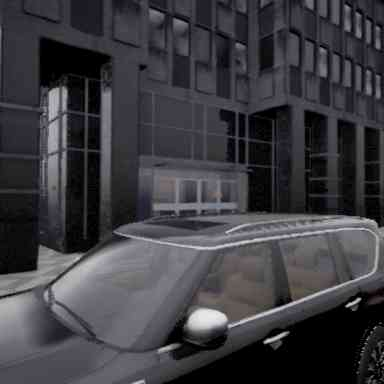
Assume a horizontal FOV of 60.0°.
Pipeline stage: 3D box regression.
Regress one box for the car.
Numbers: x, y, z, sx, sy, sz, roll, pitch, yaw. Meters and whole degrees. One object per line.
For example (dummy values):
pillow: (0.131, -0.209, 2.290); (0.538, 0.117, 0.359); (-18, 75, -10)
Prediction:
car: (0.068, 1.270, 3.295); (5.566, 2.045, 2.150); (1, -1, -37)
